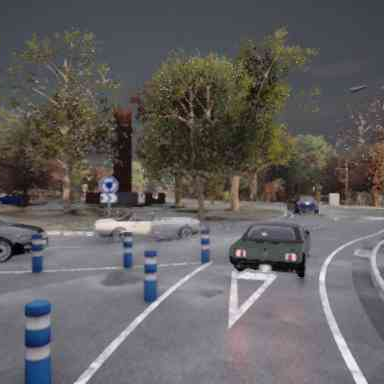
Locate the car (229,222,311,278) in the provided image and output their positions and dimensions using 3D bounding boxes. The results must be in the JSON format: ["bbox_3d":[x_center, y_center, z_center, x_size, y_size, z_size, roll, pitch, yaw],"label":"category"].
[{"bbox_3d":[2.608,1.558,10.205,1.895,1.301,4.718,1,1,21],"label":"car"}]

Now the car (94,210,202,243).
[{"bbox_3d":[-1.992,1.474,15.091,4.718,1.301,1.895,0,1,-18],"label":"car"}]

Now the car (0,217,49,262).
[{"bbox_3d":[-7.361,1.387,11.027,4.902,1.511,2.128,0,1,-1],"label":"car"}]

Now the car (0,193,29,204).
[{"bbox_3d":[-24.273,0.861,44.073,1.882,1.535,5.008,1,1,34],"label":"car"}]

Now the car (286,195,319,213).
[{"bbox_3d":[10.690,1.076,32.480,2.097,1.767,4.553,0,1,4],"label":"car"}]
